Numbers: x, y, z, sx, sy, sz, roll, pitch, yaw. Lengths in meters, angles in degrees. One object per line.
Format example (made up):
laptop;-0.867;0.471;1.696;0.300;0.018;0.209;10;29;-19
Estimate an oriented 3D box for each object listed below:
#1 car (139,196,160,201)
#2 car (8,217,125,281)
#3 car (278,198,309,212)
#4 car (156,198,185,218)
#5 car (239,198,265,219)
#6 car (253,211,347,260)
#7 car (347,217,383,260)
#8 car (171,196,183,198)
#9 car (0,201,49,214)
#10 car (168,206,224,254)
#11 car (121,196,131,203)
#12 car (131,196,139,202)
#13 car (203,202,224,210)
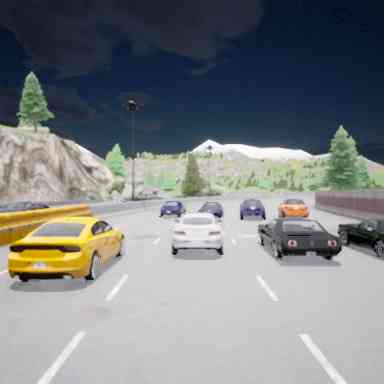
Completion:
car;-7.392;1.524;63.948;2.033;1.411;5.357;0;0;21
car;-3.347;1.474;9.876;1.882;1.535;5.008;0;0;1
car;8.776;1.342;29.064;2.097;1.767;4.553;0;0;8
car;-1.653;1.515;30.298;1.812;1.442;4.674;0;0;8
car;5.242;1.342;29.061;2.097;1.767;4.553;0;0;8
car;3.704;1.596;12.375;1.895;1.301;4.718;0;0;1
car;7.206;1.596;12.383;1.895;1.301;4.718;0;0;2
car;-3.071;1.480;65.449;1.837;1.490;4.892;0;0;22
car;-13.020;1.482;25.824;2.128;1.511;4.902;0;0;7
car;0.248;1.521;13.312;1.812;1.442;4.674;0;0;2
car;-12.891;1.501;69.126;2.128;1.511;4.902;0;0;21
car;-9.710;1.515;67.641;2.033;1.411;5.357;0;0;21
car;1.834;1.553;29.910;1.994;1.385;4.181;0;0;8
